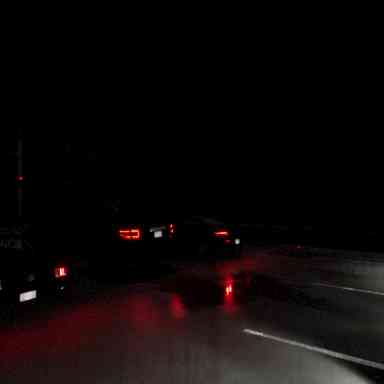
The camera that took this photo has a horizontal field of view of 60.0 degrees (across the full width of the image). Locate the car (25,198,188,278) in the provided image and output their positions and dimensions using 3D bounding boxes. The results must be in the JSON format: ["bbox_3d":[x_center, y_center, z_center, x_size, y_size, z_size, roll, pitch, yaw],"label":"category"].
[{"bbox_3d":[-3.075,1.221,10.444,5.566,2.045,2.150,0,0,36],"label":"car"}]

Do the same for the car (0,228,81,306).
[{"bbox_3d":[-4.773,1.601,7.353,4.718,1.301,1.895,0,0,36],"label":"car"}]

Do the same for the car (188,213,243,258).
[{"bbox_3d":[-0.310,1.526,12.761,4.674,1.442,1.812,0,0,36],"label":"car"}]
